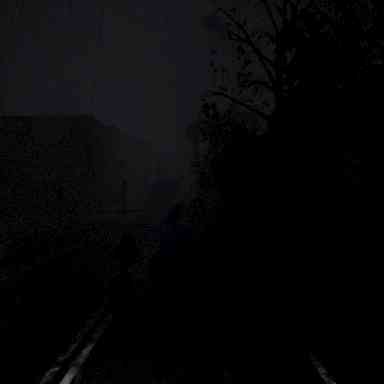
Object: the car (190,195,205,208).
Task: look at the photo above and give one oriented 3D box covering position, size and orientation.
[{"bbox_3d":[0.691,1.422,45.167,1.994,1.385,4.181,0,0,1],"label":"car"}]
